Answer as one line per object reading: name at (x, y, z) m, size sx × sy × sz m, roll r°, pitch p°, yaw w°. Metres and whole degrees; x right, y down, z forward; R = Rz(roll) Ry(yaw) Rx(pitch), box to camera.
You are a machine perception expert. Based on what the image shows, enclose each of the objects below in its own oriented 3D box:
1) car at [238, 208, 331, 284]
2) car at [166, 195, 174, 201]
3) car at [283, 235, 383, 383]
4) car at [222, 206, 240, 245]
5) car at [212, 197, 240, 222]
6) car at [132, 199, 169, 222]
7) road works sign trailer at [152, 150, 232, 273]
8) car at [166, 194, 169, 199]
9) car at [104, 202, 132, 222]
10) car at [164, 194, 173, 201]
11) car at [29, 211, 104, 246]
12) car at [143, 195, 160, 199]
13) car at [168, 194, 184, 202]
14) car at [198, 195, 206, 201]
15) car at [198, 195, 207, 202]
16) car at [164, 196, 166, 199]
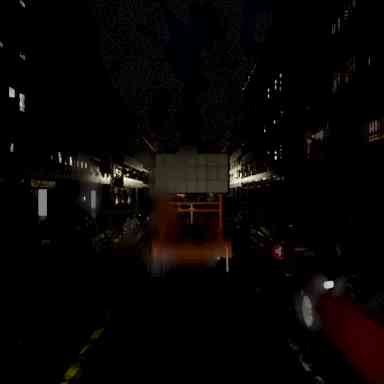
car at (2.682, 1.440, 9.540) m, size 1.967 × 1.590 × 4.097 m, roll 0°, pitch 0°, yaw 0°
car at (-5.788, 1.516, 88.444) m, size 1.887 × 1.381 × 4.507 m, roll 0°, pitch 0°, yaw 0°
car at (2.689, 1.545, 3.903) m, size 1.887 × 1.381 × 4.507 m, roll 0°, pitch 0°, yaw 0°
car at (2.676, 1.550, 15.176) m, size 2.008 × 1.369 × 4.403 m, roll 0°, pitch 0°, yaw 0°
car at (2.664, 1.312, 26.449) m, size 2.192 × 1.841 × 5.009 m, roll 0°, pitch 0°, yaw 0°
car at (-3.130, 1.544, 26.547) m, size 2.033 × 1.411 × 5.357 m, roll 0°, pitch 0°, yaw 0°
road works sign trailer at (-0.011, 0.464, 10.669) m, size 2.380 × 3.560 × 2.880 m, roll 0°, pitch 0°, yaw 0°
car at (-5.775, 1.293, 77.171) m, size 2.192 × 1.841 × 5.009 m, roll 0°, pitch 0°, yaw 0°
car at (-5.718, 1.523, 26.272) m, size 1.752 × 1.417 × 4.829 m, roll 0°, pitch 0°, yaw 0°
car at (-5.782, 1.415, 82.806) m, size 1.967 × 1.590 × 4.097 m, roll 0°, pitch 0°, yaw 0°
car at (-5.705, 1.565, 15.169) m, size 1.947 × 1.339 × 4.313 m, roll 0°, pitch 0°, yaw 0°
car at (-5.737, 1.432, 43.353) m, size 1.967 × 1.590 × 4.097 m, roll 0°, pitch 0°, yaw 0°
car at (-3.097, 1.461, 65.983) m, size 1.882 × 1.535 × 5.008 m, roll 0°, pitch 0°, yaw 0°
car at (2.592, 1.516, 88.449) m, size 1.887 × 1.381 × 4.507 m, roll 0°, pitch 0°, yaw 0°
car at (2.604, 1.503, 77.346) m, size 1.752 × 1.417 × 4.829 m, roll 0°, pitch 0°, yaw 0°
car at (-5.751, 1.570, 54.626) m, size 1.802 × 1.307 × 4.206 m, roll 0°, pitch 0°, yaw 0°
